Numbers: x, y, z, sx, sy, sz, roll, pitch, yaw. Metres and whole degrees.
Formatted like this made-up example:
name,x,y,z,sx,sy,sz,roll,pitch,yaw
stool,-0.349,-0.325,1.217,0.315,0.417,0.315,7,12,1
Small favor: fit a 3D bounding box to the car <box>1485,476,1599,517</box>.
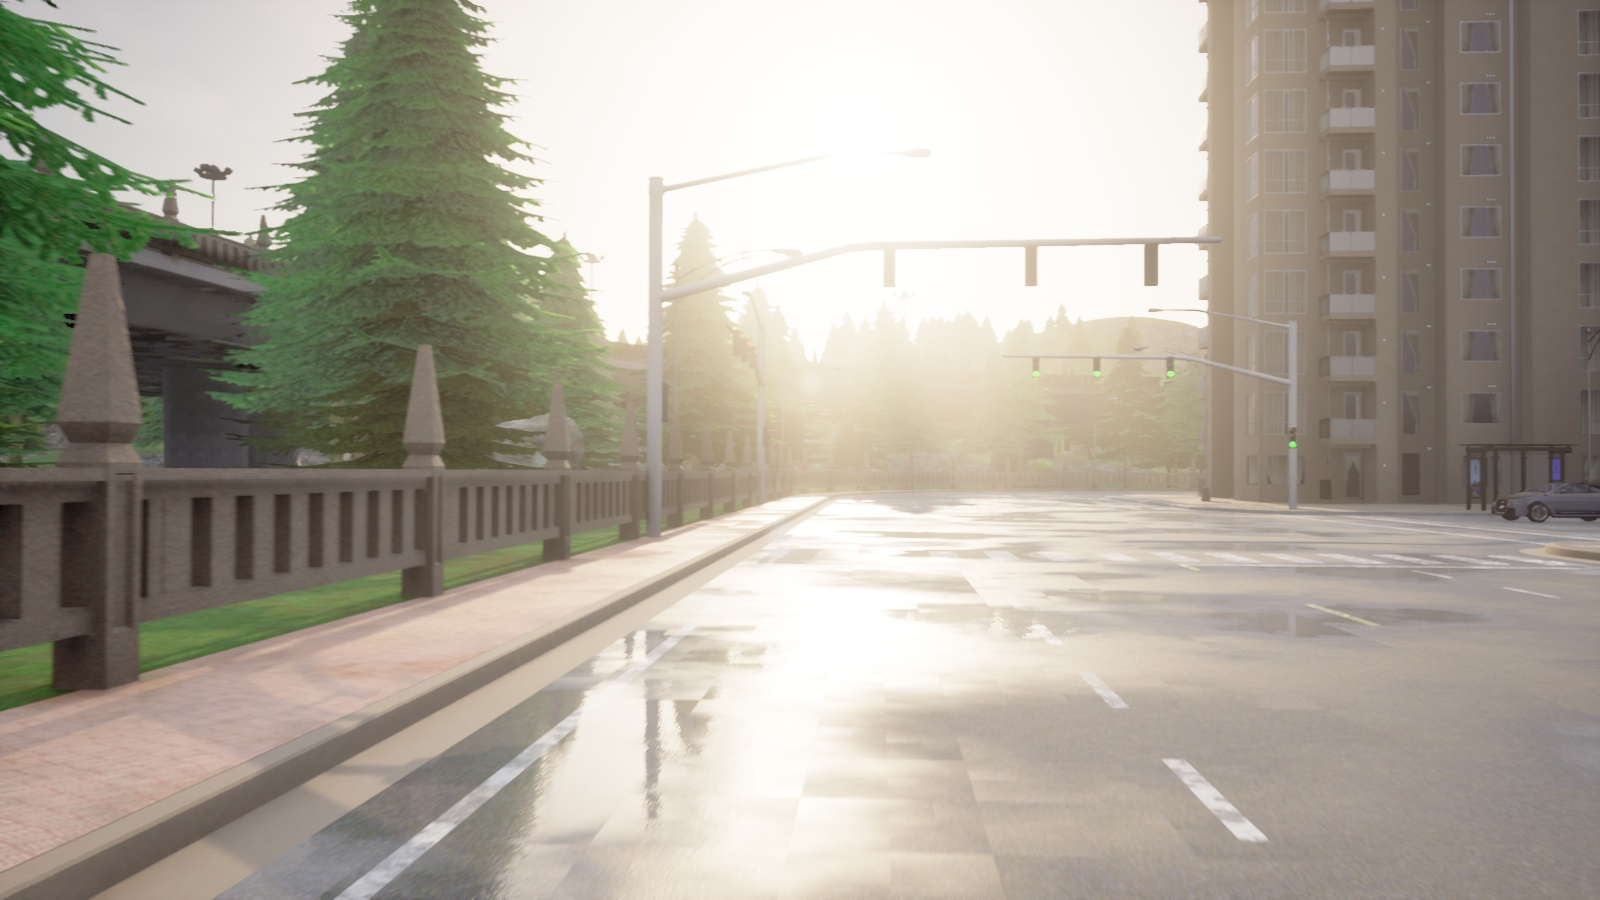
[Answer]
name,x,y,z,sx,sy,sz,roll,pitch,yaw
car,26.324,1.584,43.374,4.181,1.385,1.994,0,-1,3
